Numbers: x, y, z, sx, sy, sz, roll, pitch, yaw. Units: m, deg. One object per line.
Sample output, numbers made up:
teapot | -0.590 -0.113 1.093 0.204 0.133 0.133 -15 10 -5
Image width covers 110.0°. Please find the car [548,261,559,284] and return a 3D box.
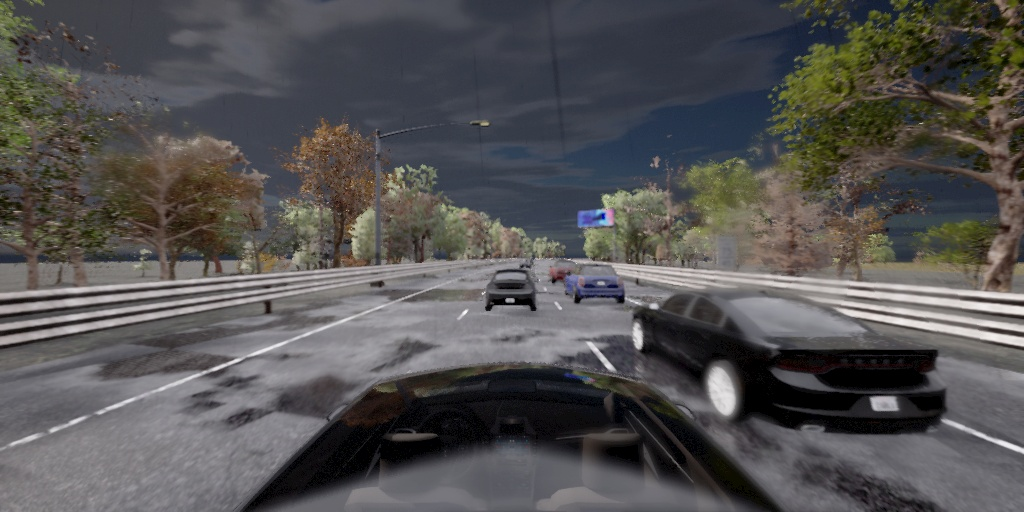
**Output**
car | 3.944 1.118 27.558 2.097 1.767 4.553 0 0 2

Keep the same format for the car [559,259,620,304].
car | 3.650 1.112 16.684 2.097 1.767 4.553 0 0 1

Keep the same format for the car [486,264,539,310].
car | 0.017 1.261 14.652 1.837 1.490 4.892 0 0 2

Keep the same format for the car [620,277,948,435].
car | 3.507 1.233 5.837 1.882 1.535 5.008 0 0 0

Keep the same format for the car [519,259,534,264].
car | 2.193 1.403 58.349 1.895 1.301 4.718 0 0 4
